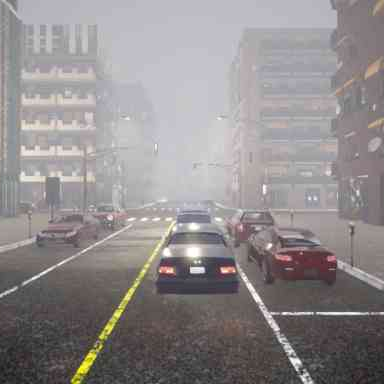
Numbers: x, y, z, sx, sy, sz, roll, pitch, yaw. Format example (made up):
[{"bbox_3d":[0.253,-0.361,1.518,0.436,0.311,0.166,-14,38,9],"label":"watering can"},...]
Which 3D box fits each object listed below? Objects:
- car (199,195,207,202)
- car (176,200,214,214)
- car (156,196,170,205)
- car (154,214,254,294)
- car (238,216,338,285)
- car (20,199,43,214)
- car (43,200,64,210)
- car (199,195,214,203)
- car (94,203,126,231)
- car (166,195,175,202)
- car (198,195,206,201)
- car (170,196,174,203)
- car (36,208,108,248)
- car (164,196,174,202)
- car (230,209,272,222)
[{"bbox_3d":[2.607,1.556,81.253,1.887,1.381,4.507,1,0,0],"label":"car"},{"bbox_3d":[0.100,1.482,19.547,1.882,1.535,5.008,0,0,0],"label":"car"},{"bbox_3d":[-5.282,1.535,58.372,1.752,1.417,4.829,1,0,0],"label":"car"},{"bbox_3d":[0.104,1.550,8.905,2.033,1.411,5.357,0,0,0],"label":"car"},{"bbox_3d":[2.578,1.584,9.250,1.802,1.307,4.206,1,0,0],"label":"car"},{"bbox_3d":[-17.549,1.241,31.845,5.009,1.841,2.192,0,-1,0],"label":"car"},{"bbox_3d":[-17.608,1.591,39.721,4.313,1.339,1.947,0,-1,0],"label":"car"},{"bbox_3d":[2.596,1.560,52.898,2.008,1.369,4.403,1,0,0],"label":"car"},{"bbox_3d":[-5.305,1.445,20.329,1.967,1.590,4.097,1,0,0],"label":"car"},{"bbox_3d":[-5.273,1.556,81.226,1.887,1.381,4.507,1,0,0],"label":"car"},{"bbox_3d":[2.609,1.563,86.923,2.008,1.369,4.403,1,0,0],"label":"car"},{"bbox_3d":[-5.278,1.536,69.714,1.752,1.417,4.829,1,0,0],"label":"car"},{"bbox_3d":[-5.305,1.585,14.780,1.802,1.307,4.206,1,0,0],"label":"car"},{"bbox_3d":[-5.276,1.577,75.555,1.947,1.339,4.313,1,0,0],"label":"car"},{"bbox_3d":[2.582,1.444,14.799,1.967,1.590,4.097,1,0,0],"label":"car"}]
